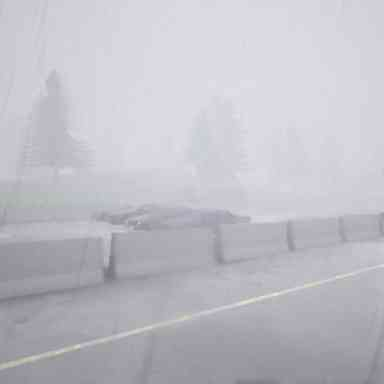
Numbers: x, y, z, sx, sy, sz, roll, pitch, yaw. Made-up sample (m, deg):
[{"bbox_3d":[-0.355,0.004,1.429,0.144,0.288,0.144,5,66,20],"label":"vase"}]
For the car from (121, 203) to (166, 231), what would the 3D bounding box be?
[{"bbox_3d":[-1.248,1.605,20.177,5.357,1.411,2.033,0,0,-35],"label":"car"}]

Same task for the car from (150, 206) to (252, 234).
[{"bbox_3d":[0.784,1.583,17.327,5.357,1.411,2.033,0,0,-35],"label":"car"}]

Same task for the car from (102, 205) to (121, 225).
[{"bbox_3d":[-3.281,1.521,23.026,5.008,1.535,1.882,0,0,-35],"label":"car"}]

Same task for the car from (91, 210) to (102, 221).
[{"bbox_3d":[-5.337,1.660,25.858,4.718,1.301,1.895,0,0,-35],"label":"car"}]
